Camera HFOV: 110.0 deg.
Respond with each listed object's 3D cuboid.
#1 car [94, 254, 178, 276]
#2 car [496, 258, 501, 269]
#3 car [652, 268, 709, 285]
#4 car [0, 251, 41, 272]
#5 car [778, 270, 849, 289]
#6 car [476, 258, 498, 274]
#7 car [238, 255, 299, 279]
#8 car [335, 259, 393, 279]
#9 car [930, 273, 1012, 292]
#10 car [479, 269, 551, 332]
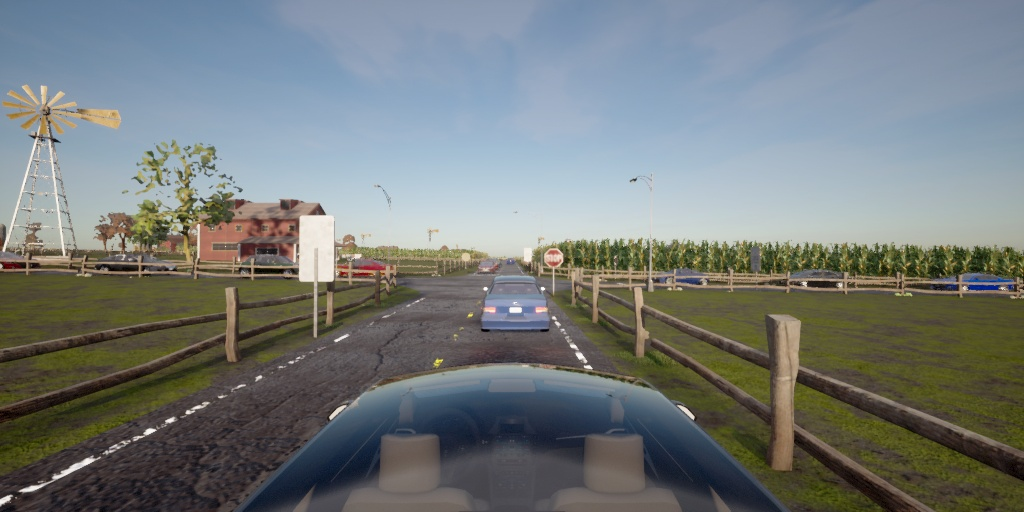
[{"bbox_3d":[-27.320,0.623,26.179,4.902,1.511,2.128,1,-1,0],"label":"car"},{"bbox_3d":[-2.989,1.133,50.852,2.097,1.767,4.553,0,0,0],"label":"car"},{"bbox_3d":[13.522,1.684,28.916,4.181,1.385,1.994,1,-1,-2],"label":"car"},{"bbox_3d":[-37.763,0.370,26.245,5.008,1.535,1.882,1,-1,0],"label":"car"},{"bbox_3d":[24.169,1.871,28.857,4.892,1.490,1.837,1,-1,0],"label":"car"},{"bbox_3d":[-2.936,1.296,41.813,1.812,1.442,4.674,0,0,-1],"label":"car"},{"bbox_3d":[-17.110,0.721,26.127,4.553,1.767,2.097,1,-1,0],"label":"car"},{"bbox_3d":[-12.240,0.994,29.047,5.008,1.535,1.882,1,-1,0],"label":"car"},{"bbox_3d":[36.724,2.133,28.779,5.008,1.535,1.882,1,-1,1],"label":"car"},{"bbox_3d":[0.075,1.300,10.827,2.033,1.411,5.357,0,0,0],"label":"car"}]
